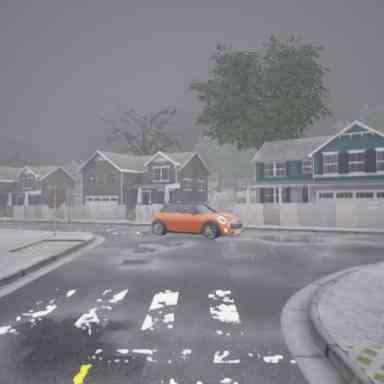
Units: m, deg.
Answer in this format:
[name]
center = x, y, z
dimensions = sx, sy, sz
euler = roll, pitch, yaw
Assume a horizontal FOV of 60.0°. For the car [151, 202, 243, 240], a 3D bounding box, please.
[car]
center = 0.223, 1.314, 16.524
dimensions = 4.553, 1.767, 2.097
euler = -2, -2, 34
